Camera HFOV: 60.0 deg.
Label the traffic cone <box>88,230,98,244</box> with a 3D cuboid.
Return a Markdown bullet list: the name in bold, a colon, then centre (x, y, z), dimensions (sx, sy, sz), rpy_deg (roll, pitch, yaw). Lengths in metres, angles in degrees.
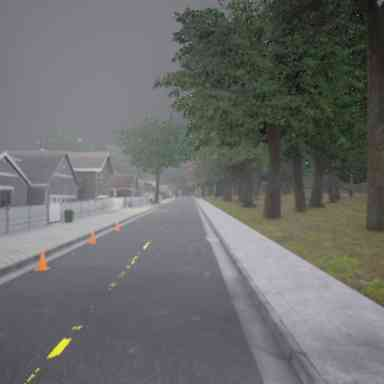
- **traffic cone**: centre (-4.410, 1.979, 14.795), dimensions (0.340, 0.580, 0.340), rpy_deg (0, 0, 0)

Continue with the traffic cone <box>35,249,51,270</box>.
- **traffic cone**: centre (-4.396, 1.972, 9.793), dimensions (0.340, 0.580, 0.340), rpy_deg (0, 0, 0)

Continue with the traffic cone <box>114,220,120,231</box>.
- **traffic cone**: centre (-4.423, 1.985, 19.795), dimensions (0.340, 0.580, 0.340), rpy_deg (0, 0, 0)
